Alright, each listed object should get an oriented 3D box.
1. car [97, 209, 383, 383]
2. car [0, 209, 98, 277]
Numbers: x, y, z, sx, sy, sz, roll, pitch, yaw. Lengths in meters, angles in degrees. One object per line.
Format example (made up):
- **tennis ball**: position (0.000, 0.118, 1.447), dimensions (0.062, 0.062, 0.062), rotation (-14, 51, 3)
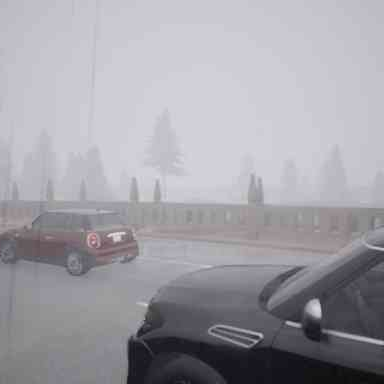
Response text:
- **car**: position (2.026, 1.209, 2.404), dimensions (5.566, 2.045, 2.150), rotation (0, 0, 35)
- **car**: position (-3.895, 1.306, 10.274), dimensions (4.553, 1.767, 2.097), rotation (0, 0, 31)
